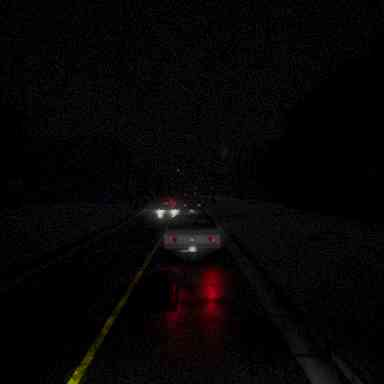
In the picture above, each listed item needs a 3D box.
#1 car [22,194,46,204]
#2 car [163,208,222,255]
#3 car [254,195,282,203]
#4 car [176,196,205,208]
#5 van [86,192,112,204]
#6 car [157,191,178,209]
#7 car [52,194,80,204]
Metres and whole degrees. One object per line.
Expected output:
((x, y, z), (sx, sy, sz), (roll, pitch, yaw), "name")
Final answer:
((-25.722, 1.086, 53.316), (4.097, 1.590, 1.967), (0, 1, 0), "car")
((0.032, 1.486, 12.652), (1.895, 1.301, 4.718), (0, 1, 0), "car")
((12.231, 1.102, 53.518), (4.403, 1.369, 2.008), (0, 0, 0), "car")
((0.029, 1.247, 28.260), (2.128, 1.511, 4.902), (0, 1, 0), "car")
((-14.772, 0.956, 53.373), (3.998, 1.788, 1.690), (0, 0, 0), "van")
((-2.804, 0.899, 39.278), (2.150, 2.045, 5.566), (0, 0, 1), "car")
((-20.247, 1.070, 53.345), (4.097, 1.590, 1.967), (0, 0, 0), "car")
